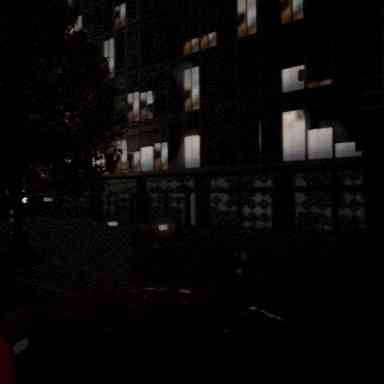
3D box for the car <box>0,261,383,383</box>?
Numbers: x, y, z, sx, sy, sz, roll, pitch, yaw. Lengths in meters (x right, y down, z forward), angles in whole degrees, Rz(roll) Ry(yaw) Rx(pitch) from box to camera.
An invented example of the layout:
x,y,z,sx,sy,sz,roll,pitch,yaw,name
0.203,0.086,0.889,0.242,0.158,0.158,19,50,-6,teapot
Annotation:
x,y,z,sx,sy,sz,roll,pitch,yaw,name
-0.417,1.544,3.032,4.507,1.381,1.887,0,-1,36,car
